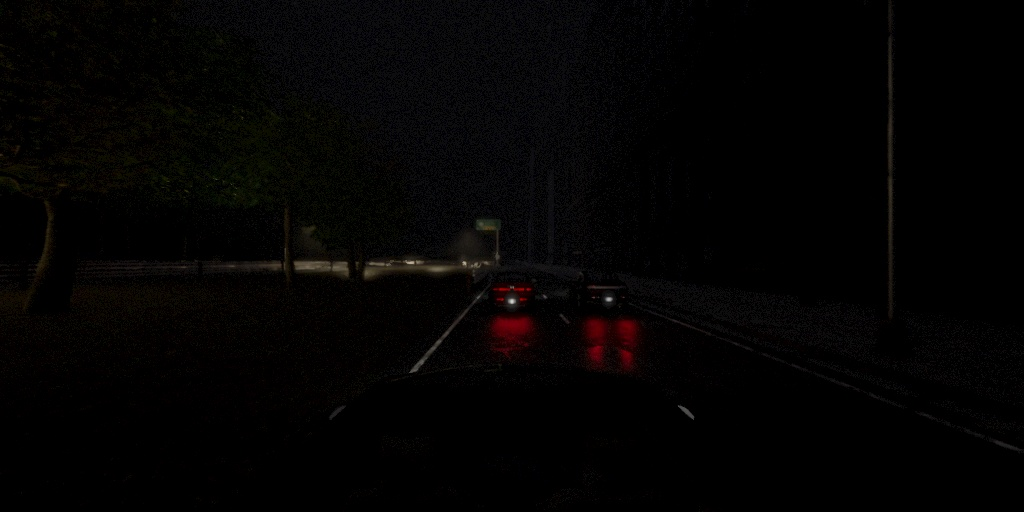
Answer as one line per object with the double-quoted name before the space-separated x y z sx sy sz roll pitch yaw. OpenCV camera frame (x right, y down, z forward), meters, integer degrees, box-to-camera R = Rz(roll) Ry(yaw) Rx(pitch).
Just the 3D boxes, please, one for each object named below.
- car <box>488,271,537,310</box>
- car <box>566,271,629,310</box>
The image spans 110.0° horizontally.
"car" 0.015 1.387 15.366 1.837 1.490 4.892 0 0 0
"car" 3.514 1.373 15.365 2.128 1.511 4.902 0 0 0
